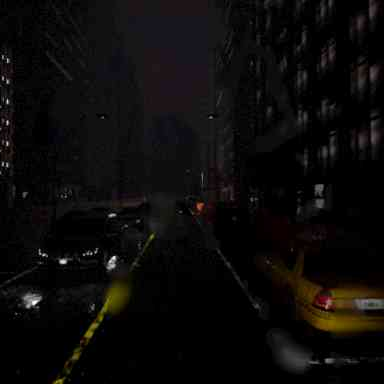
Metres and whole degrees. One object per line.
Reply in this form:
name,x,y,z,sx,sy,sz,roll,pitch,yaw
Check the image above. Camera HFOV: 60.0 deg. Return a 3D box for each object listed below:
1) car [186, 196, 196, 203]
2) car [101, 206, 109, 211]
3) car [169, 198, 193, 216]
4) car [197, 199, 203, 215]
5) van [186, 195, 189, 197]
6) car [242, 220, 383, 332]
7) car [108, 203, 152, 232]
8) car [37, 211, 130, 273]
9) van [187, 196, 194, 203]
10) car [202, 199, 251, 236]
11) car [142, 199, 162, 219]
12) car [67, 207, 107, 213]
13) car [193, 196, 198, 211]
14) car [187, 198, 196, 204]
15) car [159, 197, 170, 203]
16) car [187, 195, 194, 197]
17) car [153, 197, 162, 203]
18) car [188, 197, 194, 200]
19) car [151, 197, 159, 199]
car,-0.316,1.794,80.940,2.192,1.841,5.009,0,0,-2
car,-6.560,1.749,24.207,2.008,1.369,4.403,0,0,-2
car,-1.205,1.734,35.638,1.837,1.490,4.892,0,0,-2
car,1.895,1.701,34.239,1.837,1.490,4.892,0,0,-2
van,0.110,1.754,69.665,1.690,1.788,3.998,0,0,-2
car,2.439,1.554,6.987,1.752,1.417,4.829,0,0,-2
car,-3.863,1.689,21.494,1.812,1.442,4.674,0,0,-2
car,-3.484,1.602,11.183,1.837,1.490,4.892,0,0,-2
van,-0.529,1.852,86.577,1.690,1.788,3.998,0,0,-2
car,2.026,1.420,18.929,2.192,1.841,5.009,0,0,-2
car,-4.217,1.732,31.899,1.837,1.490,4.892,0,0,-2
car,-6.347,1.729,18.569,1.947,1.339,4.313,0,0,-2
car,1.599,1.592,41.204,2.097,1.767,4.553,0,0,-2
car,-0.104,1.997,75.301,2.008,1.369,4.403,0,0,-2
car,-5.782,1.812,74.659,2.033,1.411,5.357,0,0,-2
car,0.536,1.786,58.390,1.967,1.590,4.097,0,0,-2
car,-8.903,2.120,86.233,2.008,1.369,4.403,0,0,-2
car,0.748,1.857,52.752,1.887,1.381,4.507,0,0,-2
car,-8.476,1.944,74.957,1.967,1.590,4.097,0,0,-2
